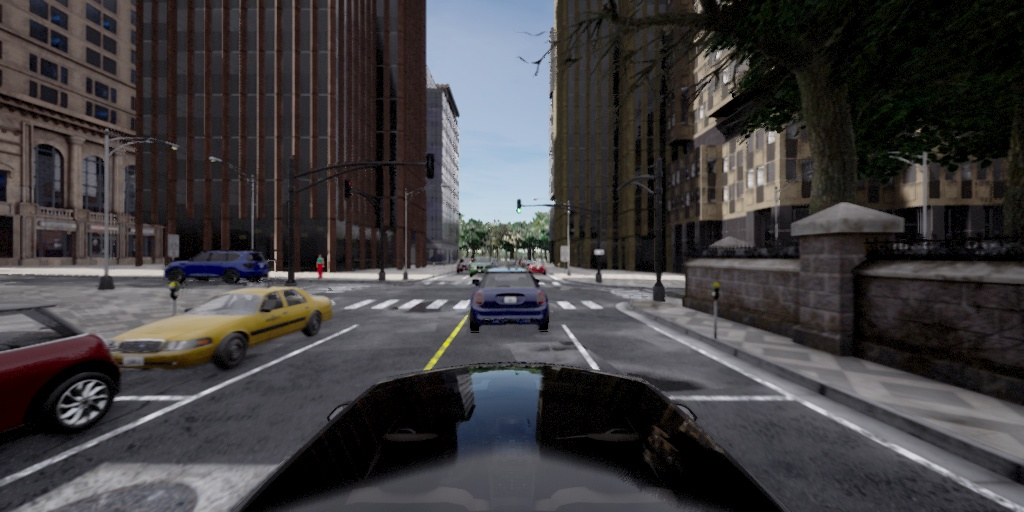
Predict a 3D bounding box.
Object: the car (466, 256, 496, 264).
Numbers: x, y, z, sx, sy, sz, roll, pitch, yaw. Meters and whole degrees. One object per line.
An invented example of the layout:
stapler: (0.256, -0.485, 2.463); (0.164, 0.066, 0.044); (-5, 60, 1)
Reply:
car: (-3.105, 1.067, 36.923); (2.150, 2.045, 5.566); (0, 0, 0)

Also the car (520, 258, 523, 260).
car: (2.757, 1.464, 61.764); (1.888, 1.381, 4.507); (0, 0, 0)

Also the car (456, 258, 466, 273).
car: (-5.767, 1.185, 45.450); (2.192, 1.841, 5.009); (0, 0, 0)

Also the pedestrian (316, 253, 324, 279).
pedestrian: (-13.768, 0.708, 25.747); (0.375, 1.860, 0.375); (0, -1, 0)

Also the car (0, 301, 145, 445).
car: (-5.762, 1.192, 2.586); (1.967, 1.591, 4.097); (0, 0, 0)

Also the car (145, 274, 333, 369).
car: (-5.762, 1.292, 7.873); (1.751, 1.417, 4.829); (0, 0, 0)

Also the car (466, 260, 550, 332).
car: (-0.176, 1.127, 11.149); (2.097, 1.767, 4.553); (0, 0, -4)

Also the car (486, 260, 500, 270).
car: (-3.006, 1.455, 57.814); (2.033, 1.411, 5.357); (0, 0, 0)

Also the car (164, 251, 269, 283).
car: (-18.562, 0.688, 22.742); (5.566, 2.045, 2.150); (1, 0, -1)
